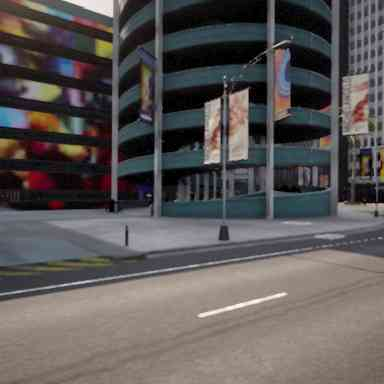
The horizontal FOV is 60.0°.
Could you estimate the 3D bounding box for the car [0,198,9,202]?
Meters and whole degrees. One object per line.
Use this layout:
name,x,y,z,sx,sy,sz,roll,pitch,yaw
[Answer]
car,-22.879,1.361,39.789,2.002,1.452,4.674,1,0,-36

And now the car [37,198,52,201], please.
car,-23.697,1.573,53.721,1.895,1.301,4.718,1,0,-36

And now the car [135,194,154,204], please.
car,-9.172,1.310,65.211,2.435,2.045,5.566,1,0,-36
